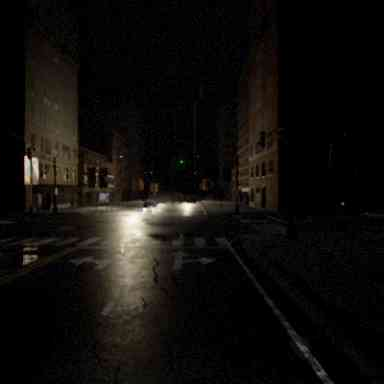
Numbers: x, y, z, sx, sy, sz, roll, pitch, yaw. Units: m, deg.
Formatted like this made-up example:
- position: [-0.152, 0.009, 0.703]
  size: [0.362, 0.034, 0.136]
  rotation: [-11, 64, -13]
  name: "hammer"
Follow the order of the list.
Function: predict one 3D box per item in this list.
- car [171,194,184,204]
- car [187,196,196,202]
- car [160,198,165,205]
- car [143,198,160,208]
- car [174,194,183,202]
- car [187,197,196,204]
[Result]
- position: [-3.332, 1.574, 72.858]
  size: [2.150, 2.045, 5.566]
  rotation: [0, 0, 0]
  name: "car"
- position: [-0.094, 1.834, 83.251]
  size: [2.033, 1.411, 5.357]
  rotation: [0, 0, 0]
  name: "car"
- position: [-6.577, 1.880, 68.181]
  size: [1.994, 1.385, 4.181]
  rotation: [0, 0, 0]
  name: "car"
- position: [-6.624, 1.853, 52.778]
  size: [1.895, 1.301, 4.718]
  rotation: [0, 0, 0]
  name: "car"
- position: [-3.344, 1.519, 83.280]
  size: [2.150, 2.045, 5.566]
  rotation: [0, 0, 0]
  name: "car"
- position: [-0.082, 1.848, 72.831]
  size: [1.837, 1.490, 4.892]
  rotation: [0, 0, 0]
  name: "car"
